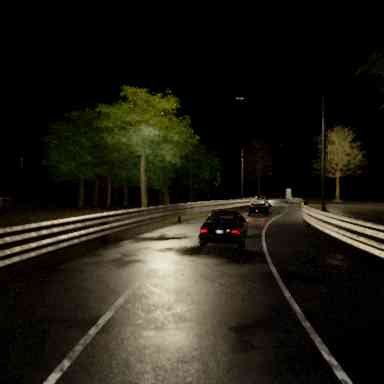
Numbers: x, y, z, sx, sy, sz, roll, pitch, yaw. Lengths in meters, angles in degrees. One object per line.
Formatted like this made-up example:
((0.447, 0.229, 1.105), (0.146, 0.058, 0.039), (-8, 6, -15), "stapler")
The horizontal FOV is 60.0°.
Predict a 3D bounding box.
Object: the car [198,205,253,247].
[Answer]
((1.532, 1.553, 15.083), (2.033, 1.411, 5.357), (0, 0, 11), "car")

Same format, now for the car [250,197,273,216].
((6.755, 1.512, 32.560), (2.128, 1.511, 4.902), (0, 0, 20), "car")
